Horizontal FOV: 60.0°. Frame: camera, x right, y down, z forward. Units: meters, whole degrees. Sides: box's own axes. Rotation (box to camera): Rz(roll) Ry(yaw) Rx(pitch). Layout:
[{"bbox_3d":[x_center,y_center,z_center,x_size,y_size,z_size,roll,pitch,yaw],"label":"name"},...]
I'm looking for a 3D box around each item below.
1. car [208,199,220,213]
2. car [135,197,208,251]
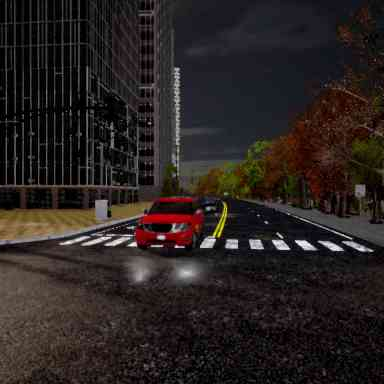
[{"bbox_3d":[1.957,1.504,36.373,2.128,1.511,4.902,0,0,6],"label":"car"},{"bbox_3d":[-0.740,1.252,14.533,2.150,2.045,5.566,0,0,8],"label":"car"}]
